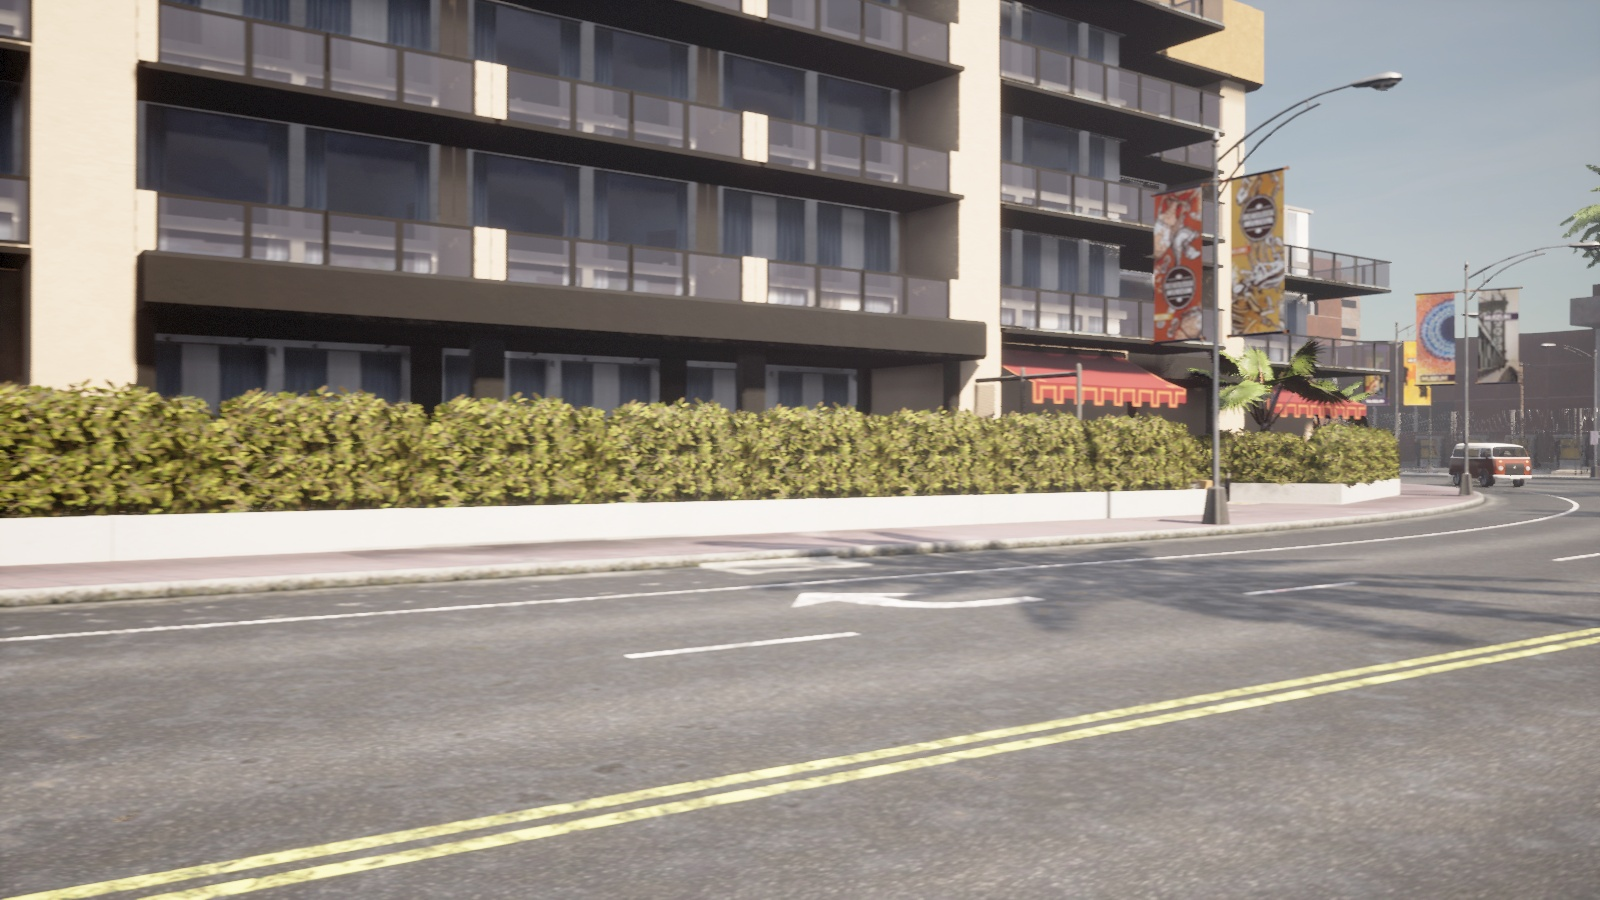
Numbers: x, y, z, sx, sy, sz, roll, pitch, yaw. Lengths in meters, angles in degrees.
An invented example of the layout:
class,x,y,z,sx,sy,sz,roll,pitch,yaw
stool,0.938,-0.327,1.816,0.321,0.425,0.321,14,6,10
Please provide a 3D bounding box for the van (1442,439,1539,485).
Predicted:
class,x,y,z,sx,sy,sz,roll,pitch,yaw
van,31.909,0.543,58.184,2.069,2.038,4.480,0,0,1
